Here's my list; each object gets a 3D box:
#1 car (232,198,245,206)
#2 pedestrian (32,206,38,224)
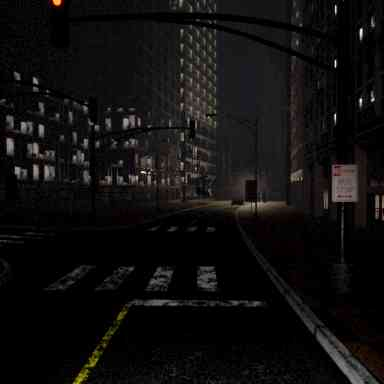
[{"bbox_3d":[8.611,1.809,61.412,1.895,1.301,4.718,0,0,15],"label":"car"},{"bbox_3d":[-9.391,1.345,19.892,0.500,1.100,0.500,0,0,17],"label":"pedestrian"}]
